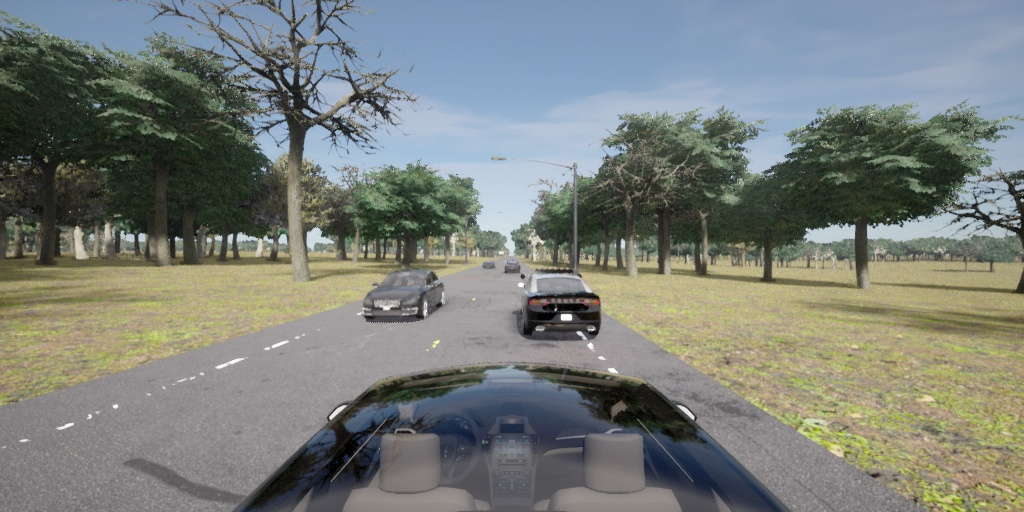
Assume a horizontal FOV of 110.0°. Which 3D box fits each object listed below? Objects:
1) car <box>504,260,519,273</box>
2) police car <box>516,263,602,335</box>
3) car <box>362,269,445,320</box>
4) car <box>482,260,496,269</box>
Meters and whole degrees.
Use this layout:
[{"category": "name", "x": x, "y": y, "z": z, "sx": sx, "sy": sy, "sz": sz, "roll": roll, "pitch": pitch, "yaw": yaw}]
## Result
[{"category": "car", "x": 0.066, "y": 1.251, "z": 43.279, "sx": 2.128, "sy": 1.511, "sz": 4.902, "roll": 0, "pitch": 0, "yaw": 0}, {"category": "police car", "x": 1.221, "y": 1.175, "z": 10.636, "sx": 1.930, "sy": 1.638, "sz": 5.238, "roll": 0, "pitch": 0, "yaw": 0}, {"category": "car", "x": -3.605, "y": 1.254, "z": 12.723, "sx": 1.837, "sy": 1.490, "sz": 4.892, "roll": 0, "pitch": 0, "yaw": 0}, {"category": "car", "x": -3.615, "y": 1.322, "z": 56.192, "sx": 1.994, "sy": 1.385, "sz": 4.181, "roll": 0, "pitch": 0, "yaw": 0}]
